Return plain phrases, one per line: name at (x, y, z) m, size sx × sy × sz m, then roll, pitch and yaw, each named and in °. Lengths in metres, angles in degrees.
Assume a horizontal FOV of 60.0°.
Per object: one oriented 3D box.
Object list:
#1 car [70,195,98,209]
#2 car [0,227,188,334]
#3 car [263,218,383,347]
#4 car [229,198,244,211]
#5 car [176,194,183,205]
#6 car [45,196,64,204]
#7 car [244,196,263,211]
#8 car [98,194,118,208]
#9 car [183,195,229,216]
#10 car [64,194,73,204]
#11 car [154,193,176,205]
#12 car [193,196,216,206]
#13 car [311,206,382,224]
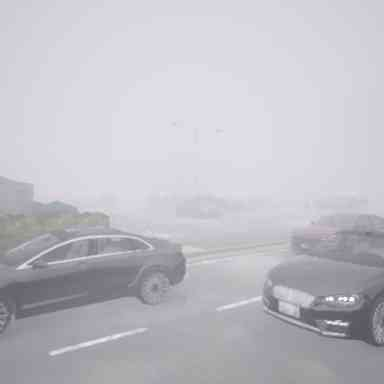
car at (-14.182, 1.427, 43.453) m, size 1.784 × 1.438 × 3.905 m, roll 0°, pitch 0°, yaw -35°
car at (-2.381, 1.494, 6.525) m, size 4.902 × 1.511 × 2.128 m, roll 0°, pitch 0°, yaw -35°
car at (3.460, 1.495, 6.395) m, size 4.902 × 1.511 × 2.128 m, roll 0°, pitch 0°, yaw -35°
car at (3.590, 1.431, 37.513) m, size 1.784 × 1.438 × 3.905 m, roll 0°, pitch 0°, yaw -35°
car at (-3.423, 1.228, 72.318) m, size 1.932 × 1.855 × 4.605 m, roll 0°, pitch 0°, yaw -35°
car at (-24.236, 1.459, 57.736) m, size 1.970 × 1.475 × 3.806 m, roll 0°, pitch 0°, yaw -35°
car at (5.960, 1.464, 39.176) m, size 1.970 × 1.475 × 3.806 m, roll 0°, pitch 0°, yaw -35°
car at (-11.775, 1.217, 45.065) m, size 1.932 × 1.855 × 4.605 m, roll 0°, pitch 0°, yaw -35°
car at (1.423, 1.219, 35.930) m, size 1.932 × 1.855 × 4.605 m, roll 0°, pitch 0°, yaw -35°
car at (-21.861, 1.221, 59.391) m, size 1.905 × 1.878 × 3.866 m, roll 0°, pitch 0°, yaw -35°
car at (-5.823, 1.229, 70.699) m, size 1.905 × 1.878 × 3.866 m, roll 0°, pitch 0°, yaw -35°
car at (2.001, 1.467, 54.850) m, size 1.970 × 1.475 × 3.806 m, roll 0°, pitch 0°, yaw -35°
car at (5.670, 1.483, 12.208) m, size 5.008 × 1.535 × 1.882 m, roll 0°, pitch 0°, yaw -35°
